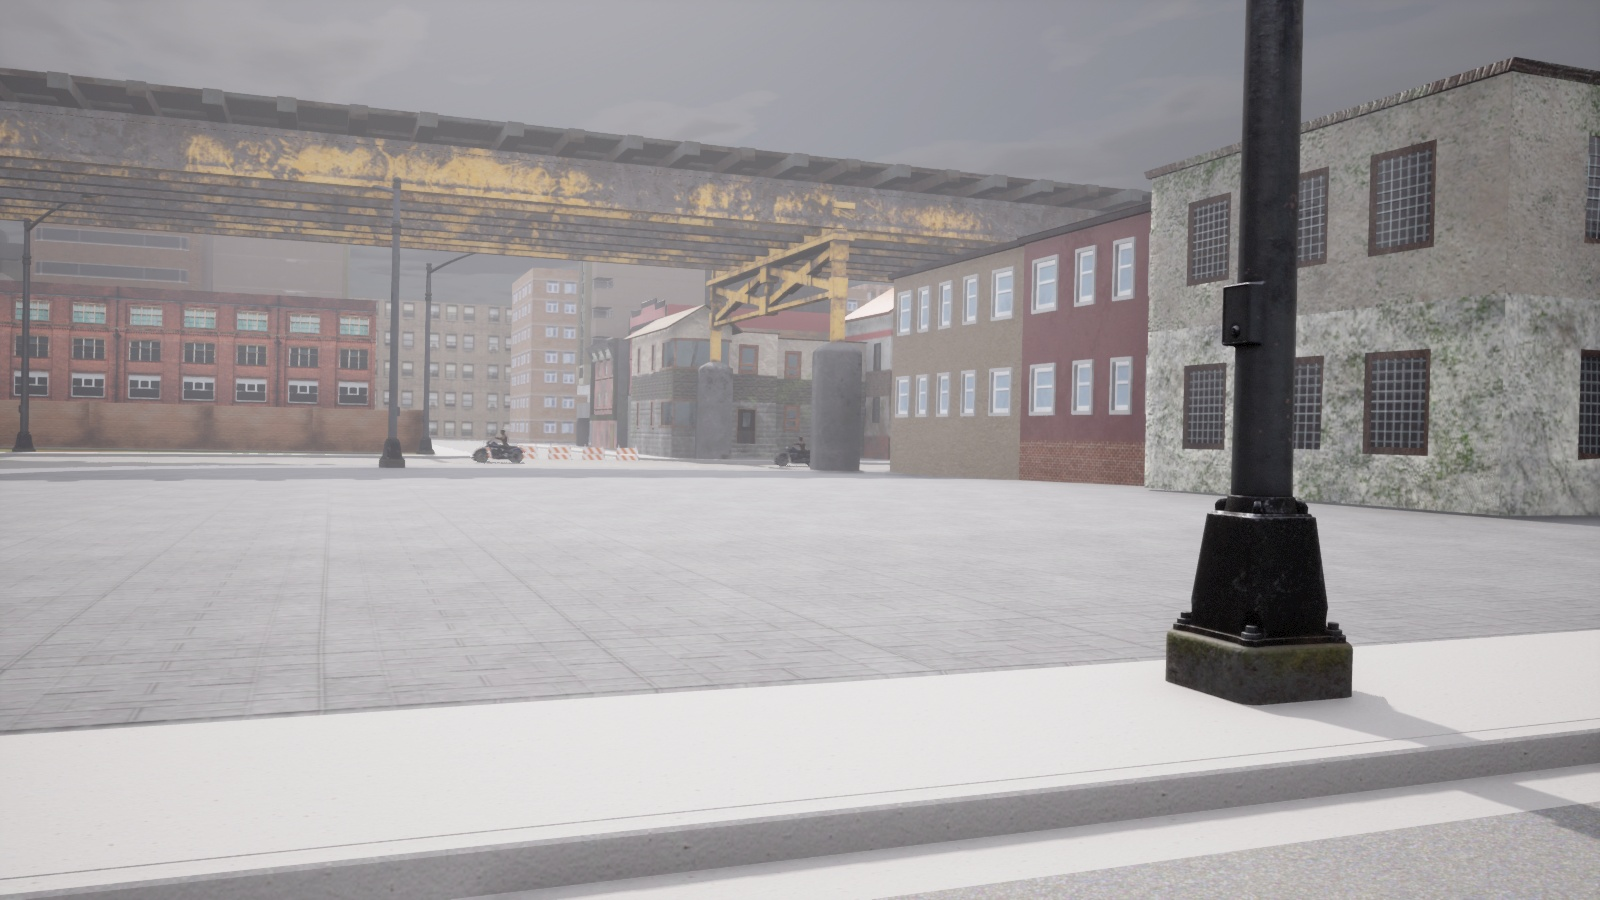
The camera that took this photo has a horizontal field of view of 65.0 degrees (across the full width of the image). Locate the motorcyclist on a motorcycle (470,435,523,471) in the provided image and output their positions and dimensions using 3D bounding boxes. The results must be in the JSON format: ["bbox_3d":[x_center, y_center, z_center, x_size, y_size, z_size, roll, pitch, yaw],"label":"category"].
[{"bbox_3d":[-14.297,0.133,59.192,2.350,1.649,0.766,0,1,-22],"label":"motorcyclist on a motorcycle"}]

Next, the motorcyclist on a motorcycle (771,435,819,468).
[{"bbox_3d":[-0.236,0.077,64.493,2.350,1.649,0.766,0,1,-20],"label":"motorcyclist on a motorcycle"}]
